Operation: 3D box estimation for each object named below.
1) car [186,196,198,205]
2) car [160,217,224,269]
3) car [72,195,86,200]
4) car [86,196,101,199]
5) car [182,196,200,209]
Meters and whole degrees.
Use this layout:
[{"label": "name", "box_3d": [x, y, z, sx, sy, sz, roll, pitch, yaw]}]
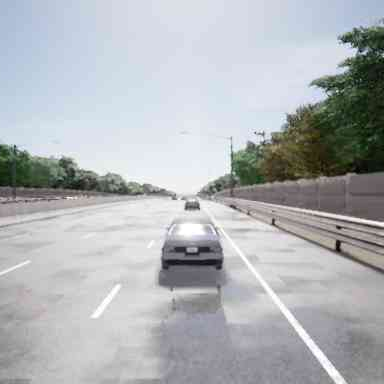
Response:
[{"label": "car", "box_3d": [0.032, 1.446, 59.082, 2.128, 1.511, 4.902, 0, 0, 0]}, {"label": "car", "box_3d": [0.006, 1.534, 11.115, 2.033, 1.411, 5.357, 0, 0, 0]}, {"label": "car", "box_3d": [-24.460, 1.473, 72.401, 1.882, 1.535, 5.008, 0, 0, 0]}, {"label": "car", "box_3d": [-20.960, 1.520, 72.398, 1.812, 1.442, 4.674, 0, 0, 0]}, {"label": "car", "box_3d": [0.023, 1.499, 43.036, 1.994, 1.385, 4.181, 0, 0, 0]}]
